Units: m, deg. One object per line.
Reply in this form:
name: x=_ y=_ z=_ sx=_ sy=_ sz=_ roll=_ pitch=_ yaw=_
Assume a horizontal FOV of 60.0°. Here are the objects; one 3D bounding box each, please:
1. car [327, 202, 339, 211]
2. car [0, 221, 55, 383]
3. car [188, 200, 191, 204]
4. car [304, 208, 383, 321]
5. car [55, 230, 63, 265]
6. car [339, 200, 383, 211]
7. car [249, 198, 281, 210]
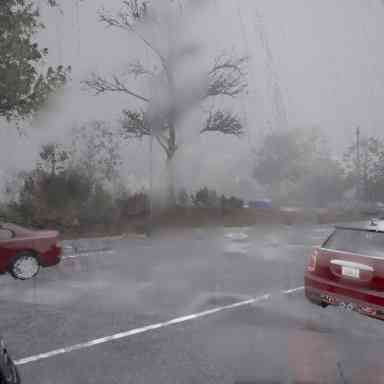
car: x=17.297 y=1.548 z=35.783 sx=2.033 sy=1.411 sz=5.357 roll=0 pitch=0 yaw=-30
car: x=-3.662 y=1.222 z=1.101 sx=5.566 sy=2.045 sz=2.150 roll=0 pitch=0 yaw=-35
car: x=-0.853 y=1.809 z=64.935 sx=1.895 sy=1.301 sz=4.718 roll=0 pitch=-1 yaw=-22
car: x=4.396 y=1.352 z=6.747 sx=4.553 sy=1.767 sz=2.097 roll=0 pitch=0 yaw=-34
car: x=-5.921 y=1.477 z=8.348 sx=5.008 sy=1.535 sz=1.882 roll=0 pitch=0 yaw=-35
car: x=16.177 y=1.548 z=29.611 sx=2.033 sy=1.411 sz=5.357 roll=0 pitch=0 yaw=-20
car: x=9.402 y=1.500 z=43.008 sx=1.882 sy=1.535 sz=5.008 roll=0 pitch=0 yaw=-27
